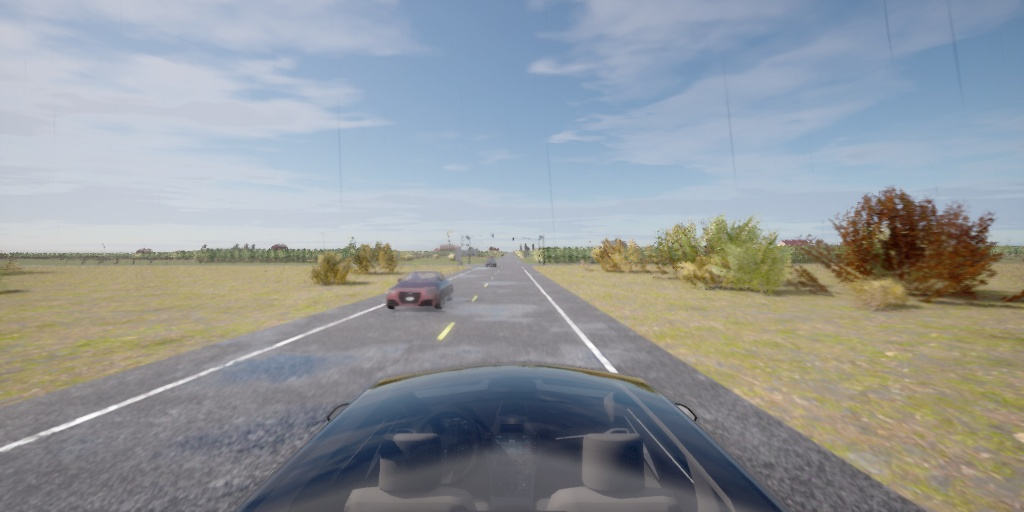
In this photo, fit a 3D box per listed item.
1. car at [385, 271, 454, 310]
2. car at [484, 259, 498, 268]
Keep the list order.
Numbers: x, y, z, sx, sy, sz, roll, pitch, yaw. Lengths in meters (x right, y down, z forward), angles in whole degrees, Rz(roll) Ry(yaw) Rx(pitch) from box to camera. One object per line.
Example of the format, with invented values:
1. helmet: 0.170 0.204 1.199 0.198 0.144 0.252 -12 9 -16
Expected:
1. car: -3.595 1.310 14.603 1.994 1.385 4.181 0 0 0
2. car: -3.488 1.193 60.485 1.837 1.490 4.892 0 0 0
